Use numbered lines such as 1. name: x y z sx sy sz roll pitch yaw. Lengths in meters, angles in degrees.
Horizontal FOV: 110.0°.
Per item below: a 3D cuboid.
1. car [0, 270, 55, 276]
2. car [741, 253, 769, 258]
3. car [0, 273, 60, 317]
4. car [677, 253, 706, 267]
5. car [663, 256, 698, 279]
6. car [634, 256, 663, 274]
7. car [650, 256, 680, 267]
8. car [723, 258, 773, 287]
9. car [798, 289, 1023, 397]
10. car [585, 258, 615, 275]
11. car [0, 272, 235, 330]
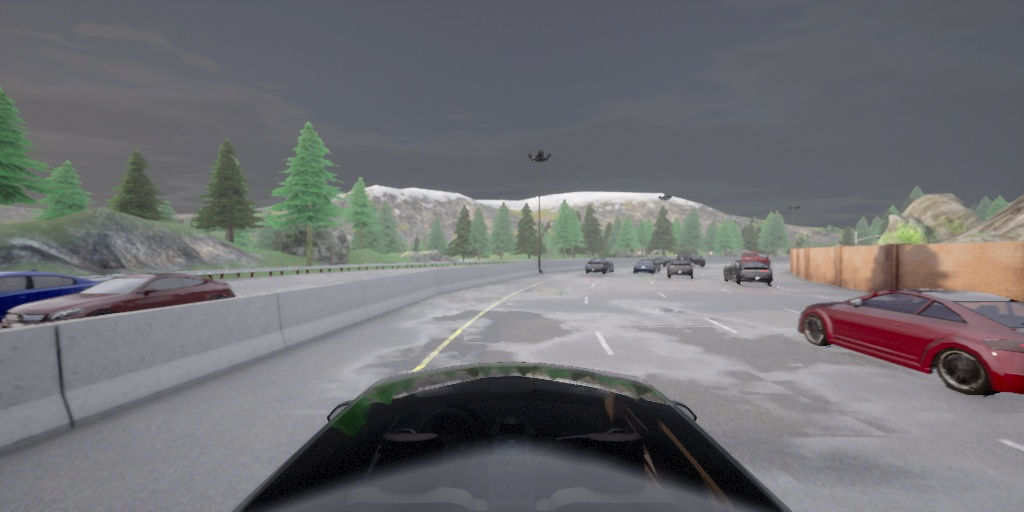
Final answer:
1. car: -13.566 1.156 9.310 1.882 1.535 5.008 0 0 5
2. car: 31.123 0.600 45.756 5.566 2.045 2.150 0 0 -40
3. car: -17.002 1.269 10.294 1.895 1.301 4.718 0 0 5
4. car: 24.738 0.560 49.598 5.566 2.045 2.150 1 0 -41
5. car: 14.016 1.005 29.739 2.128 1.511 4.902 0 1 27
6. car: 13.574 1.024 35.878 1.994 1.385 4.181 0 1 32
7. car: 22.175 0.814 51.822 4.902 1.511 2.128 0 0 -43
8. car: 14.981 1.062 22.992 2.128 1.511 4.902 0 0 19
9. car: 7.417 1.276 6.431 1.994 1.385 4.181 0 1 4
10. car: 8.374 0.967 33.892 2.128 1.511 4.902 0 1 28
11. car: -10.031 1.201 9.765 1.812 1.442 4.674 0 0 6
